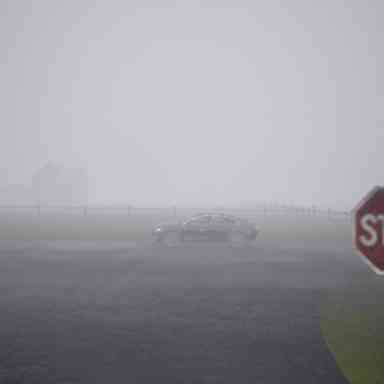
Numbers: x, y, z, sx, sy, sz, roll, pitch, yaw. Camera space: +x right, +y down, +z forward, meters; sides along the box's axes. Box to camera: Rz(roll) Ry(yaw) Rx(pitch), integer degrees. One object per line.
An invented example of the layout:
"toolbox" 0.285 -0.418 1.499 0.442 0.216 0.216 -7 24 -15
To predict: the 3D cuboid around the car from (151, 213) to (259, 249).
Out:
"car" 0.599 1.701 15.263 4.902 1.511 2.128 1 -2 0
